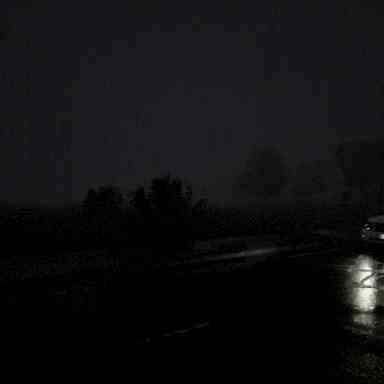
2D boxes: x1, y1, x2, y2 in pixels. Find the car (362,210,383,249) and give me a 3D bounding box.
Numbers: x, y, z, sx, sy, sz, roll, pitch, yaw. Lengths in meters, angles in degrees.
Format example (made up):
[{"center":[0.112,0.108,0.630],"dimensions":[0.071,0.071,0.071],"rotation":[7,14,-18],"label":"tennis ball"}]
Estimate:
[{"center":[9.622,1.371,14.273],"dimensions":[5.566,2.045,2.150],"rotation":[0,0,-34],"label":"car"}]
